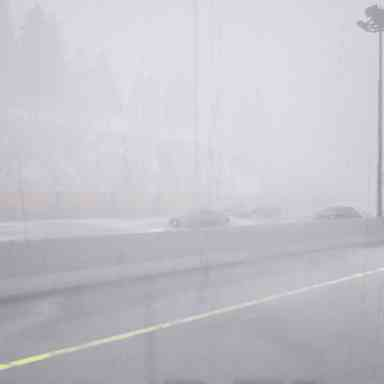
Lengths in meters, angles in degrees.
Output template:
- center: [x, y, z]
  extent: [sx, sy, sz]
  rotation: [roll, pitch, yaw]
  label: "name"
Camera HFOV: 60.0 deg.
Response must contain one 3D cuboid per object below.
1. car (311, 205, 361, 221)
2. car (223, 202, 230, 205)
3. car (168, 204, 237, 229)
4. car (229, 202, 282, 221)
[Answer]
- center: [11.007, 1.800, 25.232]
  extent: [4.892, 1.490, 1.837]
  rotation: [2, -1, -38]
  label: "car"
- center: [3.801, 1.784, 32.925]
  extent: [4.892, 1.490, 1.837]
  rotation: [2, -1, -37]
  label: "car"
- center: [0.541, 1.726, 21.712]
  extent: [4.181, 1.385, 1.994]
  rotation: [1, -1, -37]
  label: "car"
- center: [6.081, 1.758, 30.266]
  extent: [5.008, 1.535, 1.882]
  rotation: [1, -1, -37]
  label: "car"
